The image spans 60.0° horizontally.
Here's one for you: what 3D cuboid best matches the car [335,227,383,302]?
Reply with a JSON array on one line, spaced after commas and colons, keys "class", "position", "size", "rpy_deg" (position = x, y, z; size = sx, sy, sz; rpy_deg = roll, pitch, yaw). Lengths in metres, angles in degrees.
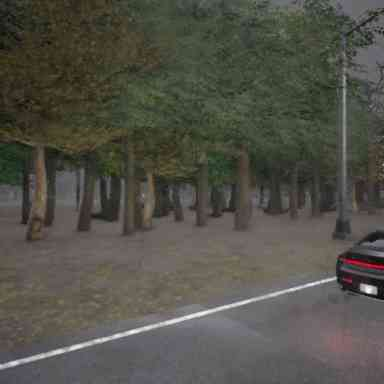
[{"class": "car", "position": [5.165, 1.513, 7.431], "size": [4.892, 1.490, 1.837], "rpy_deg": [0, 0, -36]}]
